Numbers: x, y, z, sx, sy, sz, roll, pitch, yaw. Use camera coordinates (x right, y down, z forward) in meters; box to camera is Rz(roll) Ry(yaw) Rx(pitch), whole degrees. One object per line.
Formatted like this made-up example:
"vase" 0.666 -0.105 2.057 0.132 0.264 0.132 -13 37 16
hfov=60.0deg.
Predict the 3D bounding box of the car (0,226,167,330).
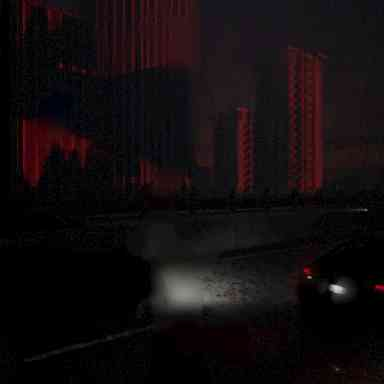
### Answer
"car" -3.114 1.547 5.815 5.357 1.411 2.033 0 0 -36

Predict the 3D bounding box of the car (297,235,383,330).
"car" 4.014 1.563 6.604 4.181 1.385 1.994 0 0 -36

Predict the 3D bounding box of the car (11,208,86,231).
"car" -6.366 1.503 12.348 4.892 1.490 1.837 0 0 -35

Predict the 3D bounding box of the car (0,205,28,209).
"car" -8.645 1.476 15.022 5.008 1.535 1.882 0 0 -35

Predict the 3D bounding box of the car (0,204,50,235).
"car" -10.508 1.502 17.992 4.892 1.490 1.837 0 0 -35

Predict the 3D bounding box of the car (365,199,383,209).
"car" 24.068 1.562 42.611 4.181 1.385 1.994 0 0 -35
